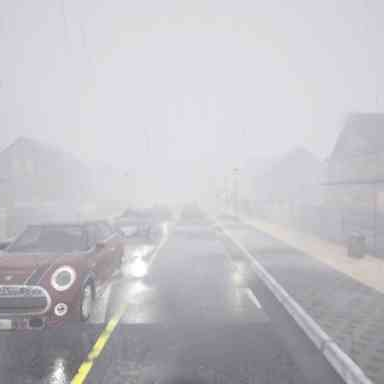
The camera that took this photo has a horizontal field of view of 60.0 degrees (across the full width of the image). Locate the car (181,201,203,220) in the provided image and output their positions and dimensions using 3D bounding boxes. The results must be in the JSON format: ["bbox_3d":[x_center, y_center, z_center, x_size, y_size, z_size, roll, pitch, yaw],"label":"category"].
[{"bbox_3d":[0.015,1.780,30.178,1.994,1.385,4.181,0,-1,1],"label":"car"}]

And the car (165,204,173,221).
[{"bbox_3d":[-2.749,1.778,29.500,1.994,1.385,4.181,0,-1,0],"label":"car"}]

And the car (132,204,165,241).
[{"bbox_3d":[-2.838,1.597,17.396,2.128,1.511,4.902,0,0,0],"label":"car"}]

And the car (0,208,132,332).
[{"bbox_3d":[-2.845,1.390,7.216,2.097,1.767,4.553,0,0,0],"label":"car"}]
